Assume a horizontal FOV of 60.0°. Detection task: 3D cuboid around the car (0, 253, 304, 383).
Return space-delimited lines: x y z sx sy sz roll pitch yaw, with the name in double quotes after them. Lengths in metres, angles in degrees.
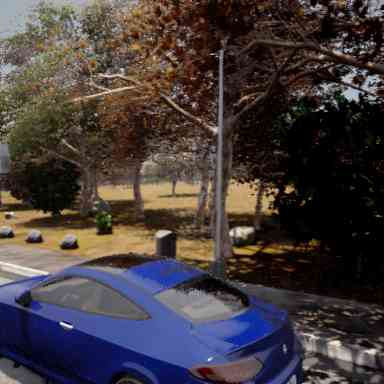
-1.007 1.552 4.281 4.674 1.442 1.812 -1 0 35 "car"
